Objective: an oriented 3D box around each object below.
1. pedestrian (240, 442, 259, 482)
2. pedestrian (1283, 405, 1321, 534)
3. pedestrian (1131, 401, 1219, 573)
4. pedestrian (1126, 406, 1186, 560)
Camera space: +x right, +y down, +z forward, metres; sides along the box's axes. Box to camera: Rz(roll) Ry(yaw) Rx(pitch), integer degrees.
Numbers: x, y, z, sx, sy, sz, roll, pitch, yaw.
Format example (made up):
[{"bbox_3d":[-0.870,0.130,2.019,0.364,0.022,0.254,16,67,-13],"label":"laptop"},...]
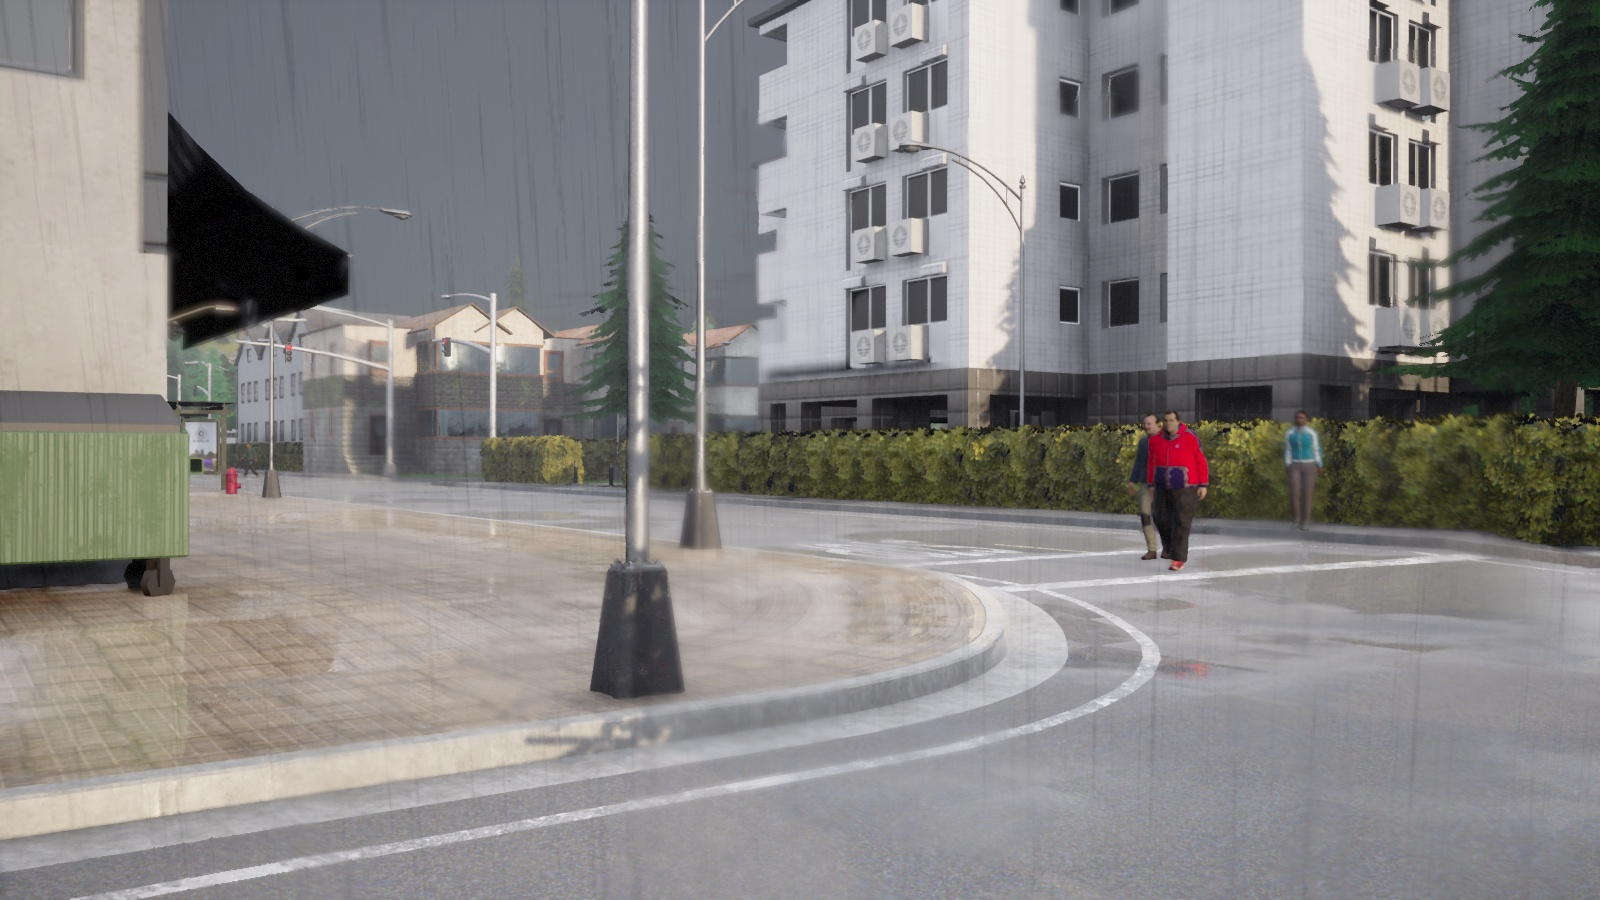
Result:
[{"bbox_3d":[-27.153,0.575,61.944,0.423,1.949,0.788,0,0,35],"label":"pedestrian"},{"bbox_3d":[7.655,0.289,19.151,0.396,1.930,0.692,0,0,34],"label":"pedestrian"},{"bbox_3d":[4.171,0.395,13.946,0.634,1.844,0.899,0,0,39],"label":"pedestrian"},{"bbox_3d":[4.371,0.394,15.405,0.726,1.842,0.402,0,0,-45],"label":"pedestrian"}]
